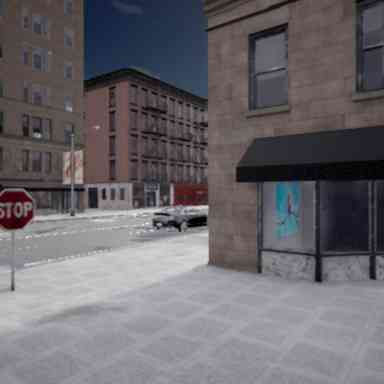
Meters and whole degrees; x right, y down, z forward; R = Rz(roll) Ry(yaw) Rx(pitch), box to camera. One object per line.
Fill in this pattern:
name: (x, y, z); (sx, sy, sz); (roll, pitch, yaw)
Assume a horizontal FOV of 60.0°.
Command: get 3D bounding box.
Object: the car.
car: (-0.378, 1.574, 20.220); (2.128, 1.511, 4.902); (0, 0, 35)
